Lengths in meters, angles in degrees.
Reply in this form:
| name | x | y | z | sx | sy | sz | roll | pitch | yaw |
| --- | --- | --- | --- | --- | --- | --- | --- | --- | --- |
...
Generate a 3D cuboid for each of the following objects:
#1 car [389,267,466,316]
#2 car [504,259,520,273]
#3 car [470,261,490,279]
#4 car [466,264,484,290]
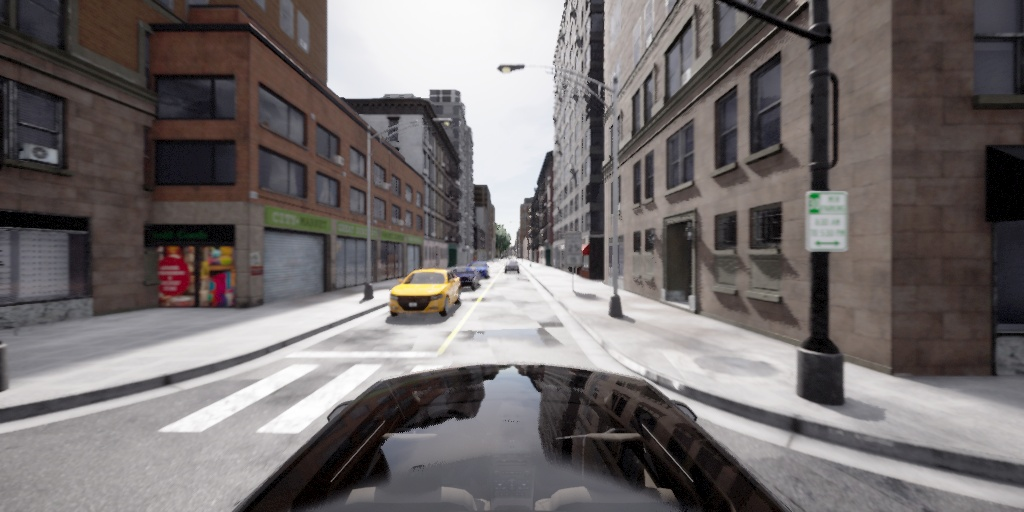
| name | x | y | z | sx | sy | sz | roll | pitch | yaw |
| --- | --- | --- | --- | --- | --- | --- | --- | --- | --- |
| car | -3.096 | 1.234 | 13.596 | 1.882 | 1.535 | 5.008 | 0 | 0 | -1 |
| car | 0.010 | 1.305 | 42.527 | 2.033 | 1.411 | 5.357 | 0 | 0 | 0 |
| car | -3.082 | 1.237 | 32.994 | 1.882 | 1.535 | 5.008 | 0 | 0 | 0 |
| car | -3.095 | 1.360 | 22.971 | 1.895 | 1.301 | 4.718 | 0 | 0 | 0 |
